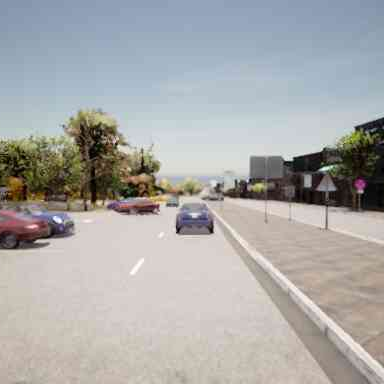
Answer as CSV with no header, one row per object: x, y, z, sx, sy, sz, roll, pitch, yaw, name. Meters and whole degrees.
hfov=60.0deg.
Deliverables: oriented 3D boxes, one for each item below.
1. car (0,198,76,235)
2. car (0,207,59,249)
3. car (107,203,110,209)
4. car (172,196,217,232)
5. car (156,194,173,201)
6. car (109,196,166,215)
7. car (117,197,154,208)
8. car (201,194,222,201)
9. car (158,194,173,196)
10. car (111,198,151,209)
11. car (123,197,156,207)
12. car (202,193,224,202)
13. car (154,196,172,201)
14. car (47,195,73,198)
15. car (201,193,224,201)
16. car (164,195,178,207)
-8.349,1.335,16.857,4.553,1.767,2.185,0,0,0,car
-8.306,1.495,13.686,4.674,1.452,2.002,0,0,0,car
-8.092,1.552,41.191,4.674,1.452,2.002,0,0,1,car
0.157,1.343,19.983,2.097,1.767,4.553,0,0,0,car
-7.589,1.581,93.297,4.553,1.767,2.185,0,-1,0,car
-5.145,1.410,32.160,1.882,1.535,5.008,3,0,34,car
-8.040,1.526,47.740,5.008,1.535,2.097,0,0,1,car
5.432,1.462,93.230,5.566,2.045,2.435,0,-1,0,car
-7.738,1.600,79.373,5.008,1.535,2.097,0,0,1,car
-8.059,1.521,44.467,4.892,1.521,2.231,0,0,1,car
-8.003,1.573,50.889,4.674,1.452,2.002,0,0,1,car
5.358,1.387,84.820,5.566,2.045,2.435,0,0,1,car
-7.670,1.695,87.727,4.674,1.452,2.002,0,0,1,car
-25.802,1.257,64.383,5.357,1.411,2.033,1,3,0,car
5.367,1.622,82.017,4.892,1.521,2.231,0,0,1,car
-2.913,1.636,51.747,2.033,1.411,5.357,0,0,1,car
